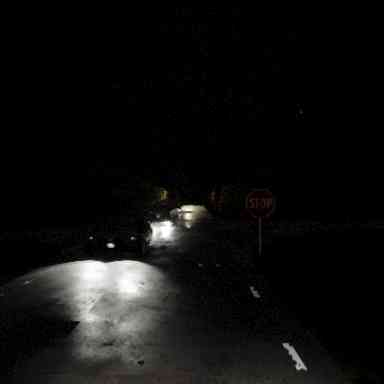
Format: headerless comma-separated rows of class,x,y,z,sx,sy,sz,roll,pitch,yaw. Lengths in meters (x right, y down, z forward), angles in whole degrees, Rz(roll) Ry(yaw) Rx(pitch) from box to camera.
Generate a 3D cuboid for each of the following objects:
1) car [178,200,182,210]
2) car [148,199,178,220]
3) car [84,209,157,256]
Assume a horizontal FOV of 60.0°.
car,-2.508,1.837,48.446,1.837,1.490,4.892,0,-1,0
car,-2.610,1.617,28.422,2.128,1.511,4.902,0,0,0
car,-2.690,1.580,13.008,1.994,1.385,4.181,0,0,0
